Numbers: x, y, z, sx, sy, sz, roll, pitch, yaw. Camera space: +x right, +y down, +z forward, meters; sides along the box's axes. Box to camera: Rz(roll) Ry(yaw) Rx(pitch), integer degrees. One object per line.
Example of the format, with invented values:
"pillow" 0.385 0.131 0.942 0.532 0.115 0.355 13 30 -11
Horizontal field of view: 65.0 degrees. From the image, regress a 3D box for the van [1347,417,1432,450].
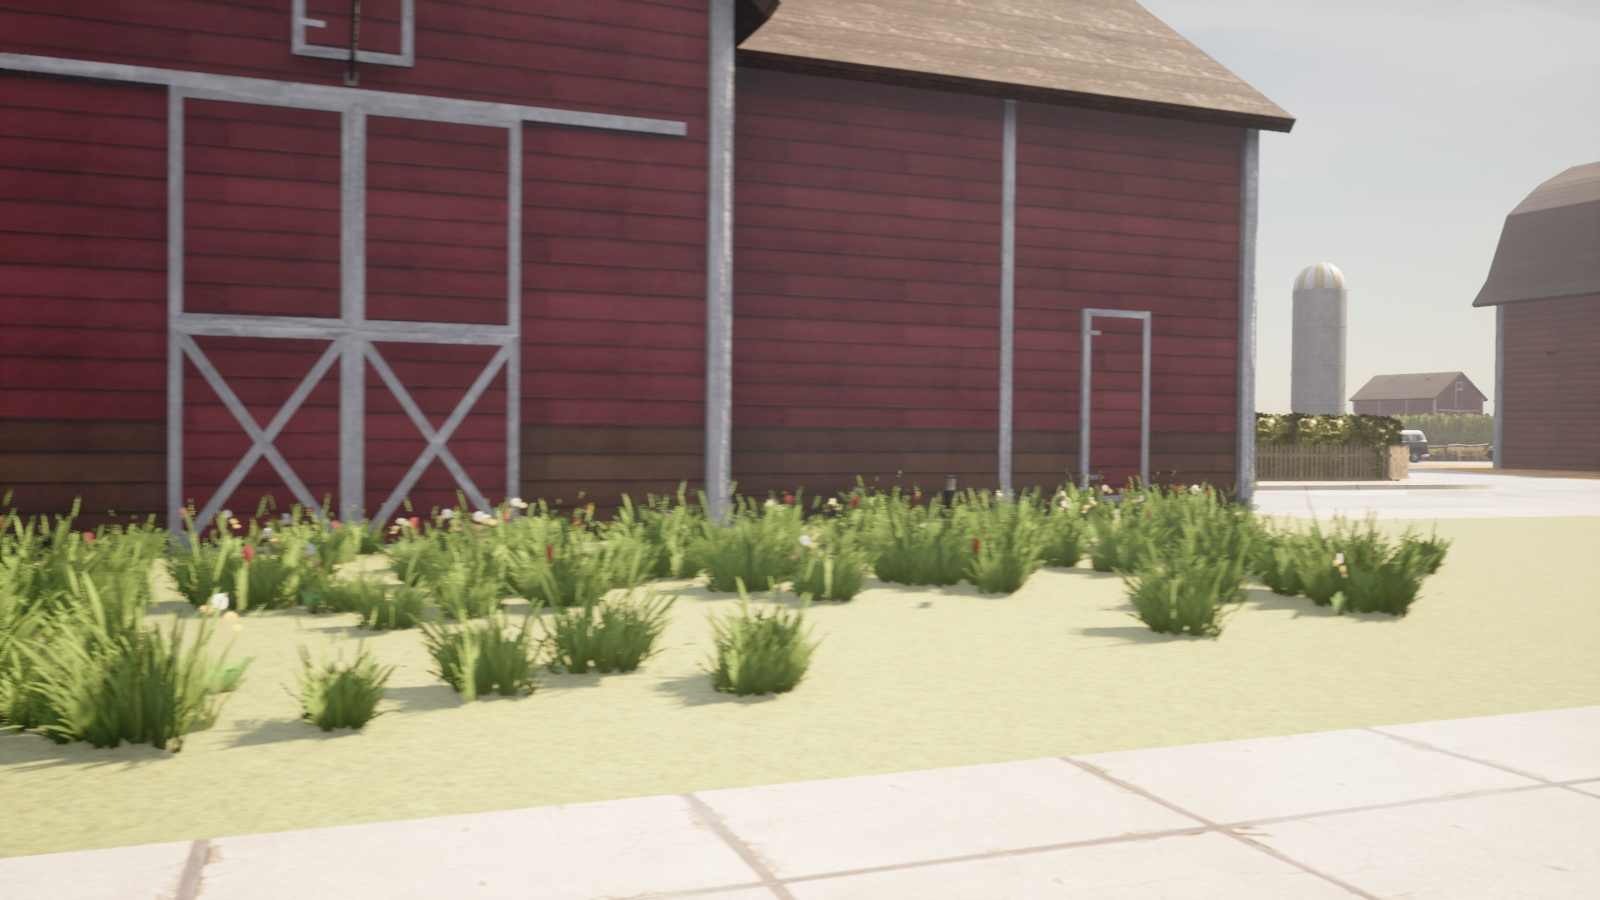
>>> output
"van" 37.531 -1.049 80.013 4.480 2.038 2.069 -1 1 0
